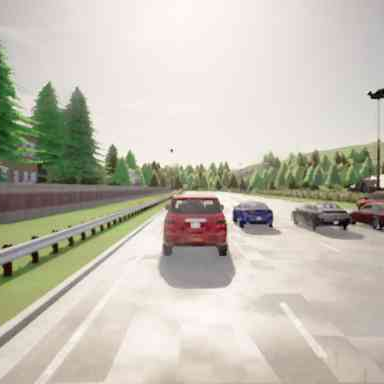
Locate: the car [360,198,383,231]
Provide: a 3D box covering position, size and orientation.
[{"bbox_3d":[10.596,1.316,18.807,1.812,1.442,4.674,0,1,0],"label":"car"}]

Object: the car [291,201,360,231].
[{"bbox_3d":[7.110,1.280,18.844,2.128,1.511,4.902,0,1,0],"label":"car"}]

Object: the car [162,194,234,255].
[{"bbox_3d":[0.107,1.077,12.815,2.150,2.045,5.566,0,1,0],"label":"car"}]

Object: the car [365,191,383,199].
[{"bbox_3d":[14.112,0.953,24.068,2.150,2.045,5.566,0,1,0],"label":"car"}]

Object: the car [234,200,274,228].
[{"bbox_3d":[3.611,1.249,20.390,1.882,1.535,5.008,0,1,0],"label":"car"}]

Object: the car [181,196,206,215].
[{"bbox_3d":[0.115,1.154,30.073,2.128,1.511,4.902,0,1,0],"label":"car"}]
